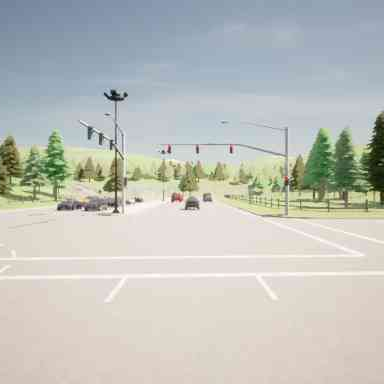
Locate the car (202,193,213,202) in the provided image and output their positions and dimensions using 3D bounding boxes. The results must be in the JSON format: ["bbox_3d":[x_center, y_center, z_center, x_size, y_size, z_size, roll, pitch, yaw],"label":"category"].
[{"bbox_3d":[3.587,1.536,73.774,2.033,1.411,5.357,0,0,1],"label":"car"}]

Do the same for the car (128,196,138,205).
[{"bbox_3d":[-11.537,1.601,59.696,1.895,1.301,4.718,0,0,1],"label":"car"}]

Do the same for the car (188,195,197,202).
[{"bbox_3d":[0.091,1.475,74.192,1.882,1.535,5.008,0,0,1],"label":"car"}]

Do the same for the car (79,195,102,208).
[{"bbox_3d":[-15.060,1.352,49.714,2.097,1.767,4.553,0,0,0],"label":"car"}]

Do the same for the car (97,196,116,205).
[{"bbox_3d":[-15.032,1.491,58.593,2.128,1.511,4.902,0,0,0],"label":"car"}]

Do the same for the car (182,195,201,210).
[{"bbox_3d":[0.029,1.504,43.173,1.837,1.490,4.892,0,0,0],"label":"car"}]

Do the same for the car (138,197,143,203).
[{"bbox_3d":[-11.449,1.595,69.889,1.895,1.301,4.718,0,0,0],"label":"car"}]

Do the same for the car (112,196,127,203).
[{"bbox_3d":[-14.950,1.595,68.736,1.895,1.301,4.718,0,0,0],"label":"car"}]

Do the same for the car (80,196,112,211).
[{"bbox_3d":[-11.572,1.505,40.374,1.837,1.490,4.892,0,0,0],"label":"car"}]

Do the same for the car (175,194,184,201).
[{"bbox_3d":[-3.183,1.419,84.557,1.882,1.535,5.008,0,0,2],"label":"car"}]

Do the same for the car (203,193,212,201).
[{"bbox_3d":[3.815,1.166,84.398,2.150,2.045,5.566,0,0,2],"label":"car"}]

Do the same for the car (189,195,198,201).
[{"bbox_3d":[0.316,1.466,84.463,2.128,1.511,4.902,0,0,2],"label":"car"}]

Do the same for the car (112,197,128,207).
[{"bbox_3d":[-11.564,1.547,50.112,2.033,1.411,5.357,0,0,0],"label":"car"}]

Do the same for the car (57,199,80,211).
[{"bbox_3d":[-15.060,1.564,41.207,1.994,1.385,4.181,0,0,1],"label":"car"}]

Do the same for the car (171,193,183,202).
[{"bbox_3d":[-3.413,1.220,73.812,2.150,2.045,5.566,0,0,1],"label":"car"}]
